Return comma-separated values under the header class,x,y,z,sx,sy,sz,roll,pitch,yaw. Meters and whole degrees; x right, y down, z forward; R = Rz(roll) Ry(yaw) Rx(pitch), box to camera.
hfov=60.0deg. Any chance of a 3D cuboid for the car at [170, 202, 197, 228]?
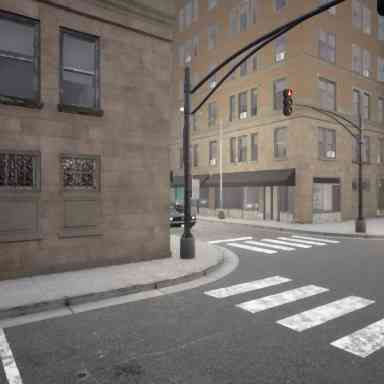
class,x,y,z,sx,sy,sz,roll,pitch,yaw
car,-1.760,1.502,19.830,1.895,1.301,4.718,0,0,-36
